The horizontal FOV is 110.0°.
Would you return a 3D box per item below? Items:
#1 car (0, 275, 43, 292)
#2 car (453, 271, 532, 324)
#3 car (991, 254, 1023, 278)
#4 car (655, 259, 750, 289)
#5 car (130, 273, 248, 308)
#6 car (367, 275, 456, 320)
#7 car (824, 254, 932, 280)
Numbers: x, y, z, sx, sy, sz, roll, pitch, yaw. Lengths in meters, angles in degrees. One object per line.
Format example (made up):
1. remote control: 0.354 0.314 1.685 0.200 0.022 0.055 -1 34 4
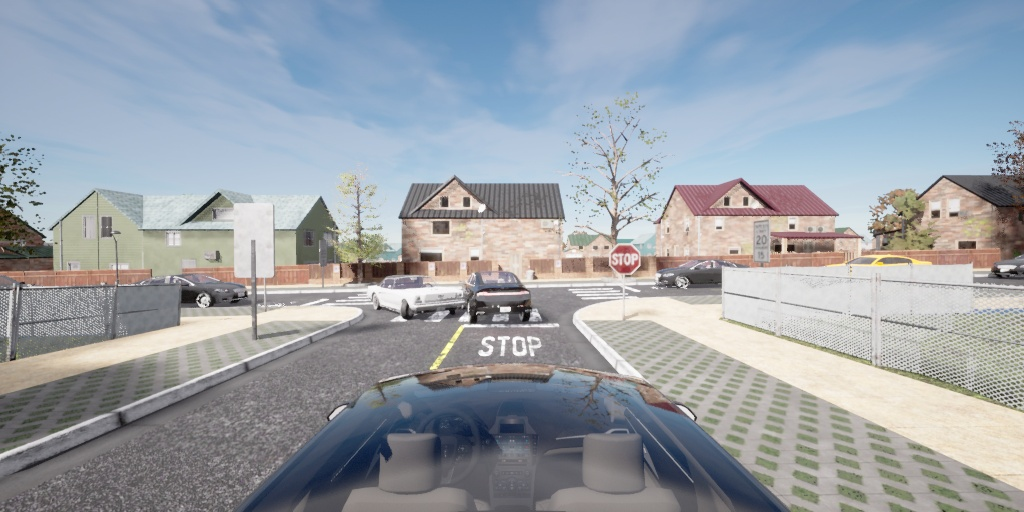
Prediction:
1. car: -24.238 1.648 16.434 4.553 1.767 2.097 -1 1 0
2. car: -0.684 1.242 12.117 2.128 1.511 4.902 0 0 -12
3. car: 29.388 0.477 19.595 4.902 1.511 2.128 -1 1 0
4. car: 10.333 0.925 19.524 4.902 1.511 2.128 -1 1 0
5. car: -14.900 1.566 16.474 4.902 1.511 2.128 -1 1 0
6. car: -3.600 1.367 12.977 1.895 1.301 4.718 0 0 -38
7. car: 19.763 0.690 19.560 5.008 1.535 1.882 -1 1 -1
